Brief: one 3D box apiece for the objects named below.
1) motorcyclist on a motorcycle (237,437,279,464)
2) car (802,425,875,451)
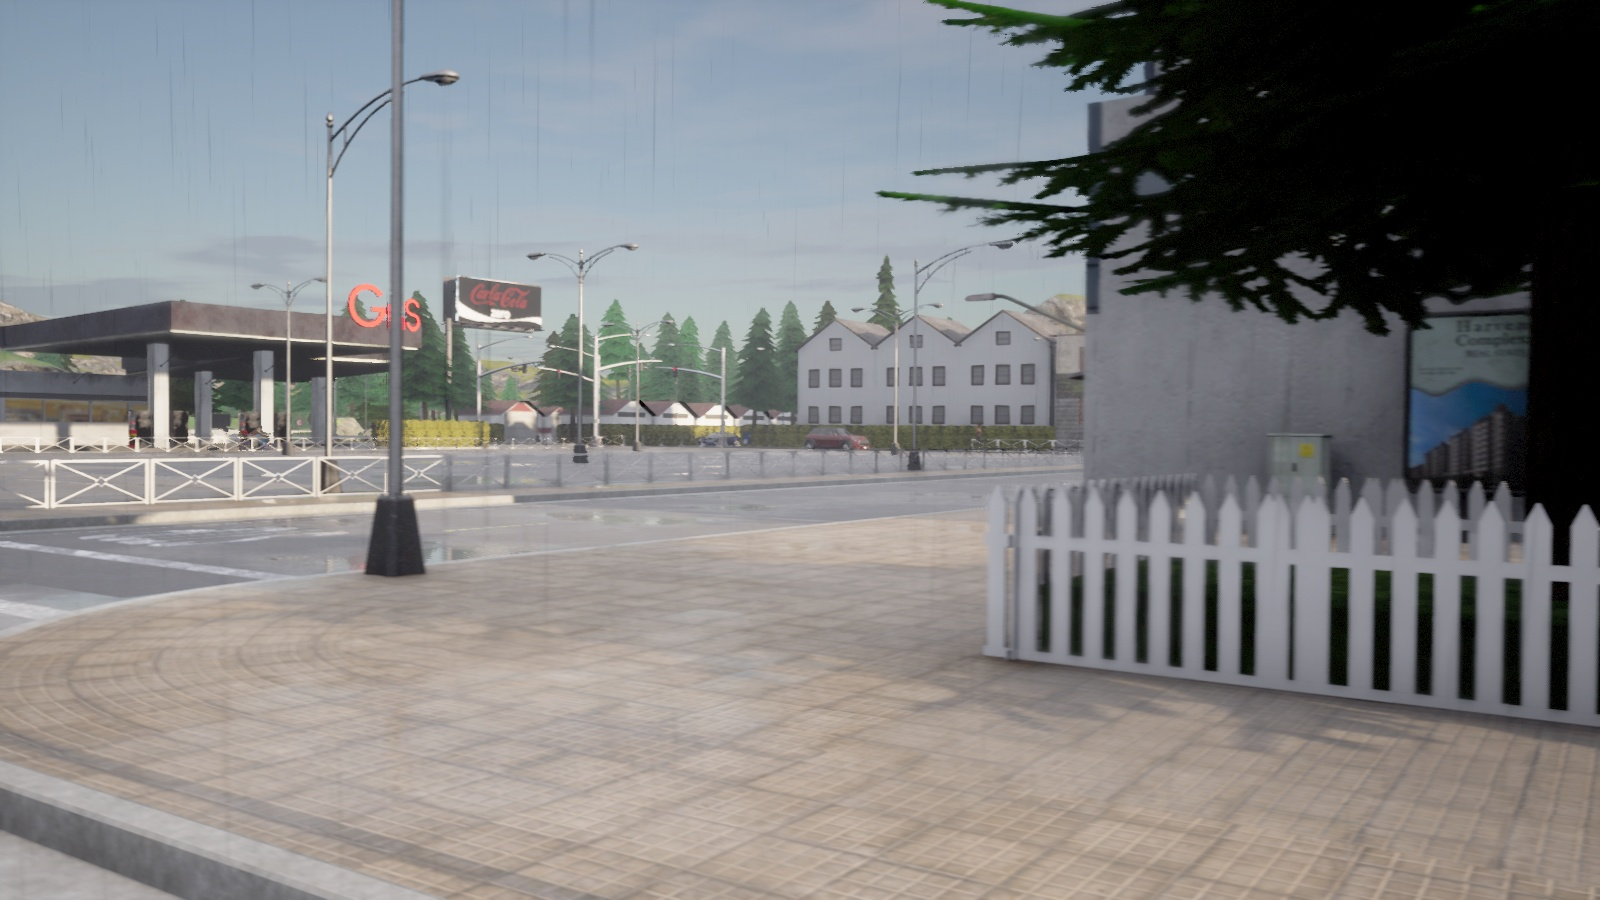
[{"bbox_3d":[-32.323,0.023,74.922,0.866,1.530,2.191,0,1,35],"label":"motorcyclist on a motorcycle"},{"bbox_3d":[2.647,-0.814,86.394,4.553,1.767,2.097,0,1,34],"label":"car"}]
